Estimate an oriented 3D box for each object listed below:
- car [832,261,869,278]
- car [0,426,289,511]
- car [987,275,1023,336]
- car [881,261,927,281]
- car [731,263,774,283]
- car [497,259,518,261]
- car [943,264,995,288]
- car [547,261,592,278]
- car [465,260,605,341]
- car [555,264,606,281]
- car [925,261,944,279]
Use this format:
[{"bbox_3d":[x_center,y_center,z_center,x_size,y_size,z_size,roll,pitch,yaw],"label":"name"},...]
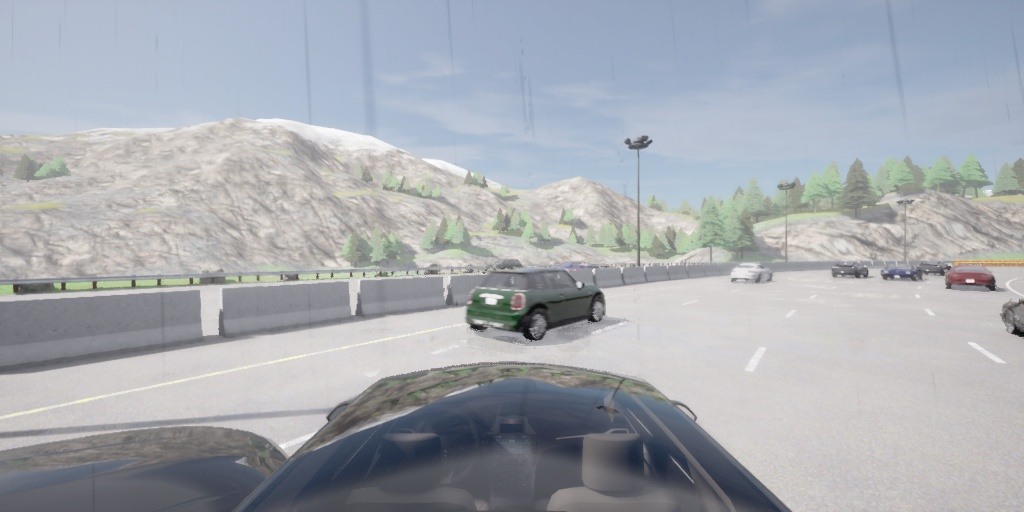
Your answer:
[{"bbox_3d":[31.383,1.239,33.267,4.902,1.511,2.128,0,0,-35],"label":"car"},{"bbox_3d":[-2.981,1.255,0.466,4.892,1.490,1.837,0,0,-45],"label":"car"},{"bbox_3d":[12.177,1.297,7.300,2.033,1.411,5.357,0,0,43],"label":"car"},{"bbox_3d":[32.315,1.349,29.658,4.718,1.301,1.895,0,0,-35],"label":"car"},{"bbox_3d":[18.577,1.273,27.787,4.674,1.442,1.812,0,0,-40],"label":"car"},{"bbox_3d":[-0.932,1.099,38.800,4.553,1.767,2.097,0,0,-42],"label":"car"},{"bbox_3d":[28.361,1.274,22.250,4.674,1.442,1.812,0,0,-39],"label":"car"},{"bbox_3d":[5.708,1.273,35.385,4.674,1.442,1.812,0,0,-42],"label":"car"},{"bbox_3d":[0.870,1.102,10.226,2.097,1.767,4.553,0,0,40],"label":"car"},{"bbox_3d":[5.941,1.348,30.899,4.718,1.301,1.895,0,0,-42],"label":"car"},{"bbox_3d":[43.322,1.239,36.787,4.902,1.511,2.128,0,0,-31],"label":"car"}]
